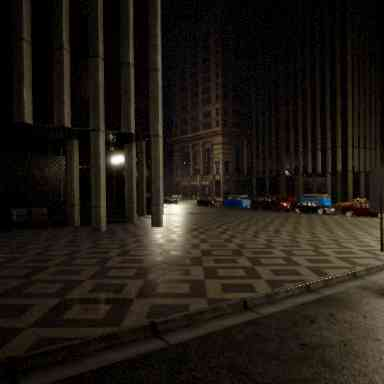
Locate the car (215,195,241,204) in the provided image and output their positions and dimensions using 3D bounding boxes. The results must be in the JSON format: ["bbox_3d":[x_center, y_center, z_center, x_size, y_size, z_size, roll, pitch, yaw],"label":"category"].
[{"bbox_3d":[6.047,1.296,56.442,1.752,1.417,4.829,-1,1,-36],"label":"car"}]

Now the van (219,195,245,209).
[{"bbox_3d":[5.672,1.294,42.361,1.690,1.788,3.998,-1,1,-36],"label":"van"}]

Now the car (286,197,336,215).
[{"bbox_3d":[12.135,1.549,33.397,2.008,1.369,4.403,-1,1,-36],"label":"car"}]

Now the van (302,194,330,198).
[{"bbox_3d":[15.831,1.178,42.852,1.690,1.788,3.998,-1,1,-36],"label":"van"}]

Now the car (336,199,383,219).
[{"bbox_3d":[15.366,1.566,28.915,1.887,1.381,4.507,-1,1,-36],"label":"car"}]

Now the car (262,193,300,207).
[{"bbox_3d":[12.602,1.130,47.335,2.192,1.841,5.009,-1,1,-36],"label":"car"}]

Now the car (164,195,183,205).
[{"bbox_3d":[-4.017,1.438,55.810,2.008,1.369,4.403,-1,1,-36],"label":"car"}]

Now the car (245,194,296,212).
[{"bbox_3d":[8.903,1.290,37.877,2.192,1.841,5.009,-1,1,-36],"label":"car"}]

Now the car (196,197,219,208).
[{"bbox_3d":[2.443,1.371,46.843,1.967,1.590,4.097,-1,1,-36],"label":"car"}]

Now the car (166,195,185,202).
[{"bbox_3d":[-3.539,1.256,69.755,2.008,1.369,4.403,-1,1,-36],"label":"car"}]
